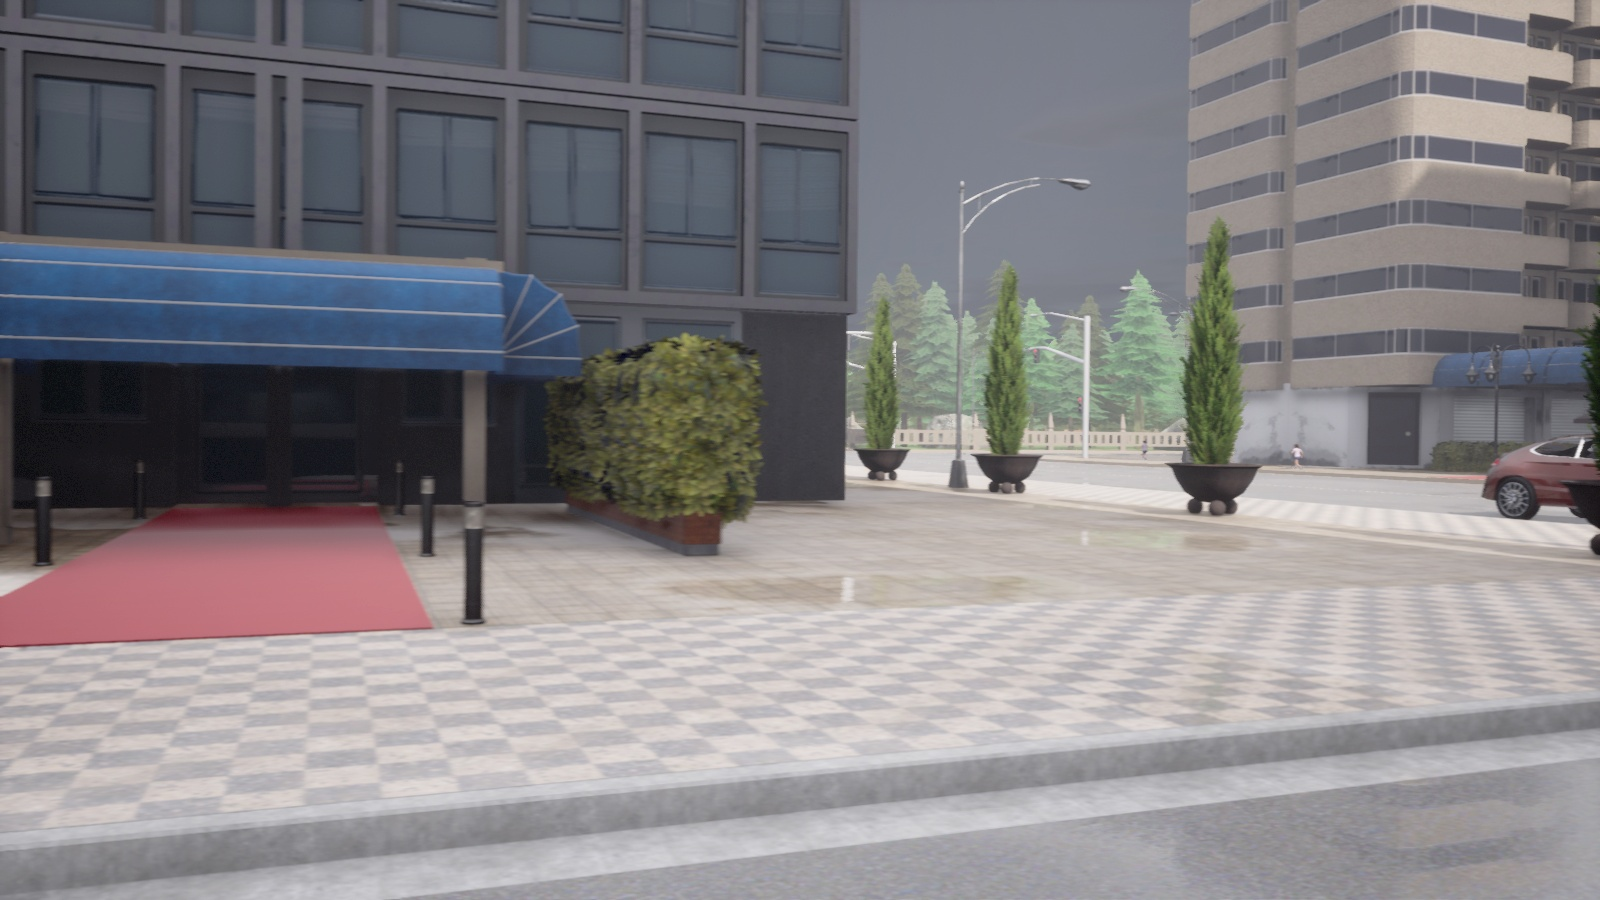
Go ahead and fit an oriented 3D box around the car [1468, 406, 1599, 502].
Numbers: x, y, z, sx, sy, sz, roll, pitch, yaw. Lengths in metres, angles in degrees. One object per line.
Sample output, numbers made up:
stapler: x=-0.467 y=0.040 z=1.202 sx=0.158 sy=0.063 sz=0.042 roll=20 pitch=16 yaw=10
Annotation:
car: x=14.764 y=0.055 z=22.222 sx=2.152 sy=1.651 sz=5.027 roll=-1 pitch=1 yaw=-20
